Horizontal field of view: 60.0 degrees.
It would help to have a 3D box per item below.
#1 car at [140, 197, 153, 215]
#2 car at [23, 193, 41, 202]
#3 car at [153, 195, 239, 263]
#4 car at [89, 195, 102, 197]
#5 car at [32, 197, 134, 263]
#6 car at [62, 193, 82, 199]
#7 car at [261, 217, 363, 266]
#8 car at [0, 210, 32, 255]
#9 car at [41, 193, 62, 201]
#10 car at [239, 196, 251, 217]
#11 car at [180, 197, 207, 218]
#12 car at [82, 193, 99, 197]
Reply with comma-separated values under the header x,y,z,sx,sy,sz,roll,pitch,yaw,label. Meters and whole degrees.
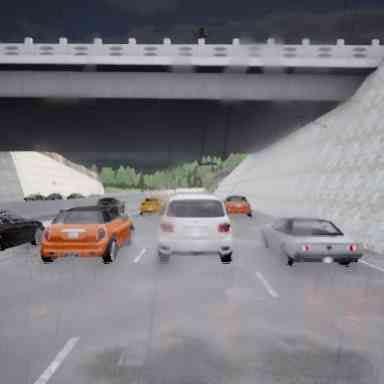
x,y,z,sx,sy,sz,roll,pitch,yaw,label
-3.397,1.175,29.679,1.882,1.535,5.008,0,1,0,car
-28.023,0.942,59.256,2.033,1.411,5.357,0,1,0,car
0.101,1.103,11.556,2.150,2.045,5.566,0,1,0,car
-6.897,1.217,28.204,1.837,1.490,4.892,0,1,0,car
-3.400,1.232,11.658,2.097,1.767,4.553,0,1,0,car
-21.037,0.867,59.863,1.882,1.535,5.008,0,1,0,car
3.601,1.488,11.026,1.895,1.301,4.718,0,1,0,car
-6.900,1.372,11.558,2.128,1.511,4.902,0,1,0,car
-24.530,0.898,59.372,1.837,1.490,4.892,0,1,0,car
3.602,1.069,27.849,2.097,1.767,4.553,0,1,0,car
0.102,1.206,28.110,2.128,1.511,4.902,0,1,0,car
-17.544,0.956,59.618,1.994,1.385,4.181,0,1,0,car
